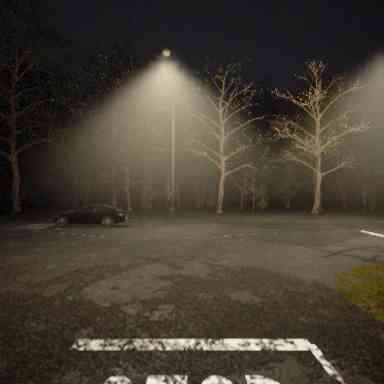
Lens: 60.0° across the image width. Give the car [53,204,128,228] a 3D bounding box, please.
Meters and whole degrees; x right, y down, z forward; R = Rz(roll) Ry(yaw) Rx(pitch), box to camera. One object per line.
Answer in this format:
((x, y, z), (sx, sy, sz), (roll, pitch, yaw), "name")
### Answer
((-6.542, 1.520, 21.620), (4.674, 1.442, 1.812), (0, 0, 1), "car")
